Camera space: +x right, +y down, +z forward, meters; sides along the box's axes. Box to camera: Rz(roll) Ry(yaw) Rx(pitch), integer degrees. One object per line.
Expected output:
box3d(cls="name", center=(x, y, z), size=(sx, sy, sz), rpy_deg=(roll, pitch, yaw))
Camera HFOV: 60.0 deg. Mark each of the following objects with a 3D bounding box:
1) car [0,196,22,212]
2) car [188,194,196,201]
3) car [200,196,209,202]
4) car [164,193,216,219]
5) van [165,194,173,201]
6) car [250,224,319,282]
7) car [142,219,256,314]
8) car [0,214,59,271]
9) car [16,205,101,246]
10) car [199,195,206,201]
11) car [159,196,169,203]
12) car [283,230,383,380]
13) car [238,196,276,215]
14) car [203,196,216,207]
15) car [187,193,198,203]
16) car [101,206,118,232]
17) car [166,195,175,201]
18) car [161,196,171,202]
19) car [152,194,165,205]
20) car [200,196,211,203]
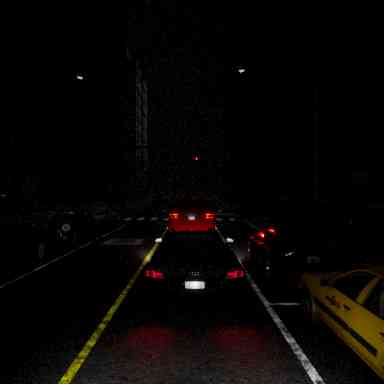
box3d(cls="car", center=(-17.941, 1.171, 31.941), size=(4.902, 1.511, 2.128), rpy_deg=(1, 0, 0))
box3d(cls="car", center=(-0.063, 1.389, 89.008), size=(2.097, 1.767, 4.553), rpy_deg=(0, 0, 0))
box3d(cls="car", center=(2.709, 1.568, 74.217), size=(1.887, 1.381, 4.507), rpy_deg=(0, 0, 0))
box3d(cls="car", center=(-0.009, 1.223, 17.131), size=(2.150, 2.045, 5.566), rpy_deg=(0, 0, 0))
box3d(cls="van", center=(-5.824, 1.372, 85.087), size=(1.690, 1.788, 3.998), rpy_deg=(0, 0, 0))
box3d(cls="car", center=(2.754, 1.566, 9.585), size=(1.947, 1.339, 4.313), rpy_deg=(0, 0, 0))
box3d(cls="car", center=(0.054, 1.564, 7.711), size=(1.994, 1.385, 4.181), rpy_deg=(0, 0, 0))
box3d(cls="car", center=(-5.771, 1.545, 9.577), size=(1.887, 1.381, 4.507), rpy_deg=(0, 0, 0))
box3d(cls="car", center=(-5.775, 1.441, 15.034), size=(1.967, 1.590, 4.097), rpy_deg=(0, 0, 0))
box3d(cls="car", center=(2.701, 1.557, 85.262), size=(1.752, 1.417, 4.829), rpy_deg=(0, 0, 0))
box3d(cls="car", center=(-5.812, 1.602, 68.773), size=(1.802, 1.307, 4.206), rpy_deg=(0, 0, 0))
box3d(cls="car", center=(2.758, 1.525, 4.298), size=(1.752, 1.417, 4.829), rpy_deg=(0, 0, 0))
box3d(cls="car", center=(7.673, 1.405, 35.204), size=(5.566, 2.045, 2.150), rpy_deg=(1, 0, 0))
box3d(cls="car", center=(2.724, 1.452, 52.467), size=(1.967, 1.590, 4.097), rpy_deg=(0, 0, 0))
box3d(cls="car", center=(0.052, 1.239, 68.227), size=(2.150, 2.045, 5.566), rpy_deg=(0, 0, 0))
box3d(cls="car", center=(-5.778, 1.527, 20.321), size=(1.752, 1.417, 4.829), rpy_deg=(0, 0, 0))
box3d(cls="car", center=(-5.828, 1.586, 90.524), size=(2.008, 1.369, 4.403), rpy_deg=(0, 0, 0))
box3d(cls="car", center=(-5.816, 1.549, 74.041), size=(1.752, 1.417, 4.829), rpy_deg=(0, 0, 0))
box3d(cls="car", center=(-5.805, 1.329, 57.899), size=(2.192, 1.841, 5.009), rpy_deg=(0, 0, 0))
box3d(cls="car", center=(2.713, 1.571, 68.779), size=(2.008, 1.369, 4.403), rpy_deg=(0, 0, 0))
